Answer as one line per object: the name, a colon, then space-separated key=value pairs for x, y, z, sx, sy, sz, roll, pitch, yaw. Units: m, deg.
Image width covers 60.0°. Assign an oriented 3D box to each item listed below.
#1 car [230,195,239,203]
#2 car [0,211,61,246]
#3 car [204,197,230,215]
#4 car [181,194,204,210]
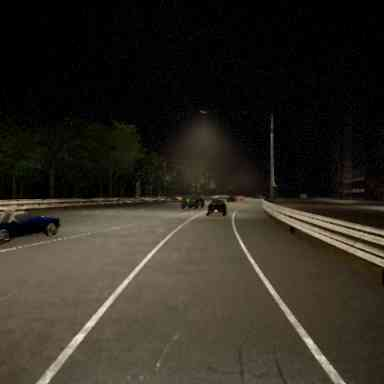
car: x=9.488 y=1.848 z=80.236 sx=1.812 sy=1.442 sz=4.674 roll=1 pitch=0 yaw=15
car: x=-8.038 y=1.500 z=14.879 sx=1.895 sy=1.301 sz=4.718 roll=1 pitch=0 yaw=15
car: x=2.720 y=1.589 z=34.923 sx=1.837 sy=1.490 sz=4.892 roll=0 pitch=0 yaw=9
car: x=0.174 y=1.300 z=45.476 sx=2.150 sy=2.045 sz=5.566 roll=0 pitch=0 yaw=15
